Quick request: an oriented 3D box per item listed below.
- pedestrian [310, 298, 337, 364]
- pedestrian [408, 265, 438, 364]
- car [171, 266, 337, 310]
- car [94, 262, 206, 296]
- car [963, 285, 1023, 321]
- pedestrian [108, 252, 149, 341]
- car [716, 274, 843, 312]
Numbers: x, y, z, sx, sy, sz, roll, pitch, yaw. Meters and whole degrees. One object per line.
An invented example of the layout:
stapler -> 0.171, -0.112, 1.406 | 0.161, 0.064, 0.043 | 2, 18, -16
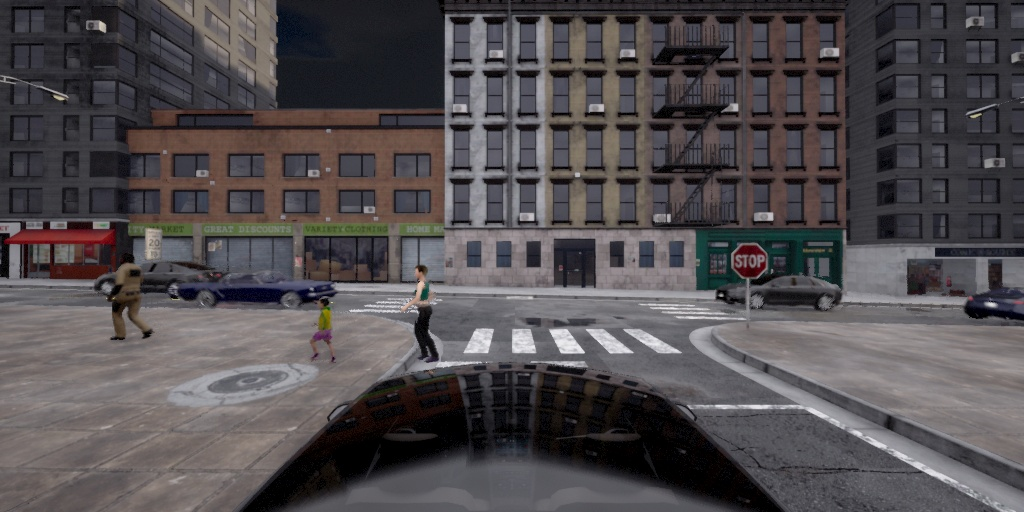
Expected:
pedestrian -> -3.178, 1.272, 6.140 | 0.500, 1.100, 0.500 | 0, 0, 0
pedestrian -> -1.672, 1.045, 6.733 | 0.375, 1.860, 0.375 | 0, 0, 0
car -> -9.019, 1.189, 13.026 | 4.718, 1.301, 1.895 | 1, 0, 0
car -> -15.559, 0.997, 16.004 | 4.892, 1.490, 1.837 | 1, 0, 0
car -> 19.252, 1.776, 12.907 | 4.181, 1.385, 1.994 | 1, 0, 0
pedestrian -> -7.873, 0.786, 7.333 | 0.375, 1.860, 0.375 | 0, 0, 0
car -> 11.702, 1.558, 15.888 | 4.892, 1.490, 1.837 | 1, 0, 0
